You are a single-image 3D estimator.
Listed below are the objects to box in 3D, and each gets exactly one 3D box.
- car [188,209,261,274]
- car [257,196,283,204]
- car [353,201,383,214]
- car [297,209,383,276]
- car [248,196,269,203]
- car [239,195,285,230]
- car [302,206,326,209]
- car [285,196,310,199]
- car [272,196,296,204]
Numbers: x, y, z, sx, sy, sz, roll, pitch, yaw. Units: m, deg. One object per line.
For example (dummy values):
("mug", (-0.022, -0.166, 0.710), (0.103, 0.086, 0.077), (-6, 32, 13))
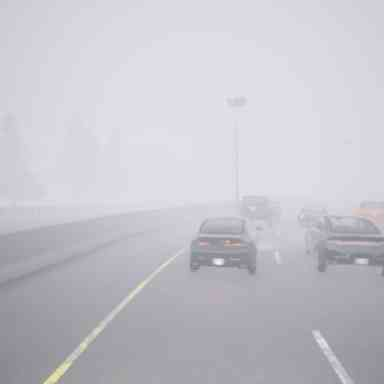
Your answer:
("car", (1.159, 1.508, 10.676), (1.837, 1.490, 4.892), (0, 0, 12))
("car", (15.500, 1.564, 66.026), (5.357, 1.411, 2.033), (0, 0, -39))
("car", (12.039, 1.358, 22.394), (2.097, 1.767, 4.553), (0, 0, 24))
("car", (4.677, 1.492, 10.447), (2.128, 1.511, 4.902), (0, 0, 13))
("car", (13.788, 1.576, 69.124), (4.181, 1.385, 1.994), (0, 0, -39))
("car", (4.924, 1.231, 23.664), (2.150, 2.045, 5.566), (0, 0, 23))
("car", (8.492, 1.608, 23.068), (1.895, 1.301, 4.718), (0, 0, 24))
("car", (19.503, 1.497, 60.187), (5.008, 1.535, 1.882), (0, 0, -39))
("car", (17.539, 1.522, 63.138), (4.892, 1.490, 1.837), (0, 0, -39))
